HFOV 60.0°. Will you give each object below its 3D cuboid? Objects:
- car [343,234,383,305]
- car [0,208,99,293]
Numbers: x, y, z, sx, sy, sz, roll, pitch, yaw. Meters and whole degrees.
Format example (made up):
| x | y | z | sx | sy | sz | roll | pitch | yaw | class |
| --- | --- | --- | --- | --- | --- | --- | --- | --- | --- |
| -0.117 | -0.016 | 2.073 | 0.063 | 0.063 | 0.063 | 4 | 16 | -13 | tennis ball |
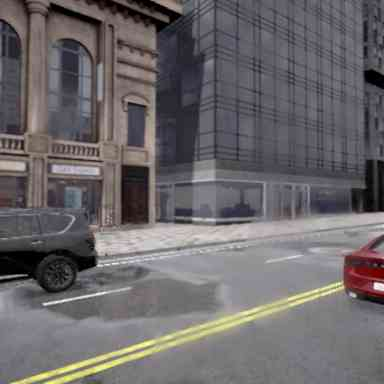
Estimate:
| x | y | z | sx | sy | sz | roll | pitch | yaw | class |
| --- | --- | --- | --- | --- | --- | --- | --- | --- | --- |
| 5.381 | 1.566 | 7.494 | 5.008 | 1.535 | 1.882 | 0 | -1 | -37 | car |
| -5.085 | 1.448 | 7.961 | 5.566 | 2.045 | 2.150 | 0 | -1 | -37 | car |
